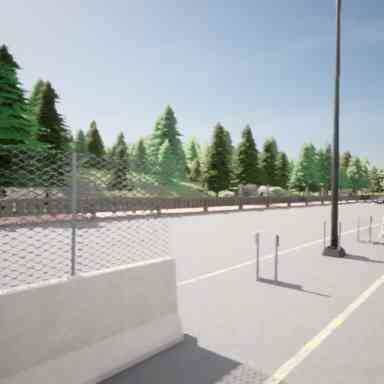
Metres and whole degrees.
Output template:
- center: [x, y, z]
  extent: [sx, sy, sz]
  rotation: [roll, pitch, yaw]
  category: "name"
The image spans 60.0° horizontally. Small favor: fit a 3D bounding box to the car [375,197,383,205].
- center: [34.842, 1.553, 60.458]
  extent: [1.812, 1.442, 4.674]
  rotation: [1, 1, 42]
  category: "car"
